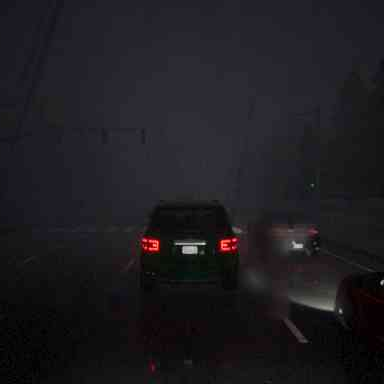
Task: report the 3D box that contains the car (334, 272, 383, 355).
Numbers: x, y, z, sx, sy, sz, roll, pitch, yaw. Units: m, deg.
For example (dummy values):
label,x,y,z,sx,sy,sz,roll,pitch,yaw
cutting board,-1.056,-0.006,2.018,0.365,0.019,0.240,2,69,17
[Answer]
label,x,y,z,sx,sy,sz,roll,pitch,yaw
car,3.428,1.564,4.003,1.994,1.385,4.181,0,0,-1

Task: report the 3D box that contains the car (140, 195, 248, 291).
label,x,y,z,sx,sy,sz,roll,pitch,yaw
car,-0.093,1.221,9.156,2.150,2.045,5.566,0,0,-1

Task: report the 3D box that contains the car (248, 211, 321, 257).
label,x,y,z,sx,sy,sz,roll,pitch,yaw
car,3.342,1.492,12.911,2.128,1.511,4.902,0,0,0
